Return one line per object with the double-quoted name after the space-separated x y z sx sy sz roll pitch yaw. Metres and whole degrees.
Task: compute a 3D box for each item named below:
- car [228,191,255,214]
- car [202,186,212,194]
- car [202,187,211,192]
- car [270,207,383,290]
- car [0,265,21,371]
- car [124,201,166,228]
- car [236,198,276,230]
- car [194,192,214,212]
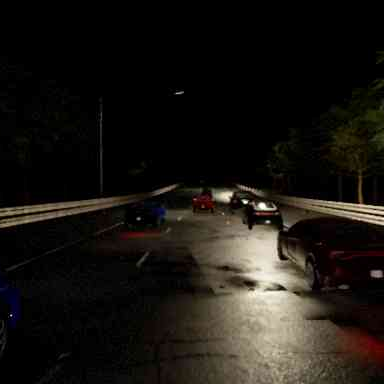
4.592 0.916 30.664 2.150 2.045 5.566 0 1 3 "car"
3.262 -0.452 74.126 2.128 1.511 4.902 0 3 3 "car"
2.408 0.428 55.462 1.882 1.535 5.008 0 3 3 "car"
3.623 1.402 8.882 1.882 1.535 5.008 0 0 1 "car"
-3.362 1.200 2.057 2.150 2.045 5.566 0 0 0 "car"
-2.799 1.294 20.634 1.882 1.535 5.008 0 1 3 "car"
4.041 1.322 19.659 2.128 1.511 4.902 0 1 3 "car"
1.181 1.130 33.020 1.882 1.535 5.008 0 1 3 "car"
